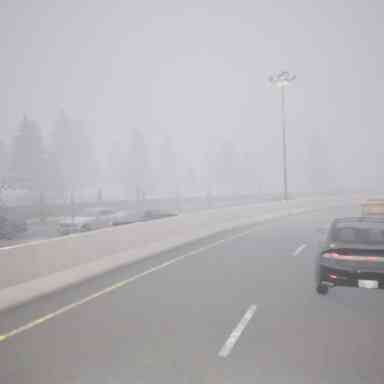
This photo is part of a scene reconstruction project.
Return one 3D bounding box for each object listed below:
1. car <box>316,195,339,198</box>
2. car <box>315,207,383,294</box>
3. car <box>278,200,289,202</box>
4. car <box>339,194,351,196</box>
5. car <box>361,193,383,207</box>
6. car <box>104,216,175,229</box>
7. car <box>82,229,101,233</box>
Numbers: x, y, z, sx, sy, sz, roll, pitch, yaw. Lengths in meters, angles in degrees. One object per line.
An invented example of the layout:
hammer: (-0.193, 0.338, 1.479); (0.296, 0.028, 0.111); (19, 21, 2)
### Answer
car: (21.908, 0.431, 52.762); (5.566, 2.045, 2.150); (-2, 0, -38)
car: (4.054, 1.348, 7.969); (2.128, 1.511, 4.902); (-2, 0, 25)
car: (13.050, 1.109, 49.779); (4.718, 1.301, 1.895); (-2, 0, -43)
car: (25.068, 0.465, 50.722); (4.553, 1.767, 2.097); (-2, 0, -37)
car: (13.394, 1.007, 23.730); (1.882, 1.535, 5.008); (-2, 0, 36)
car: (-2.516, 1.660, 18.675); (1.895, 1.301, 4.718); (-2, 0, 29)
car: (-5.813, 1.691, 19.839); (1.812, 1.442, 4.674); (-2, 0, 29)
